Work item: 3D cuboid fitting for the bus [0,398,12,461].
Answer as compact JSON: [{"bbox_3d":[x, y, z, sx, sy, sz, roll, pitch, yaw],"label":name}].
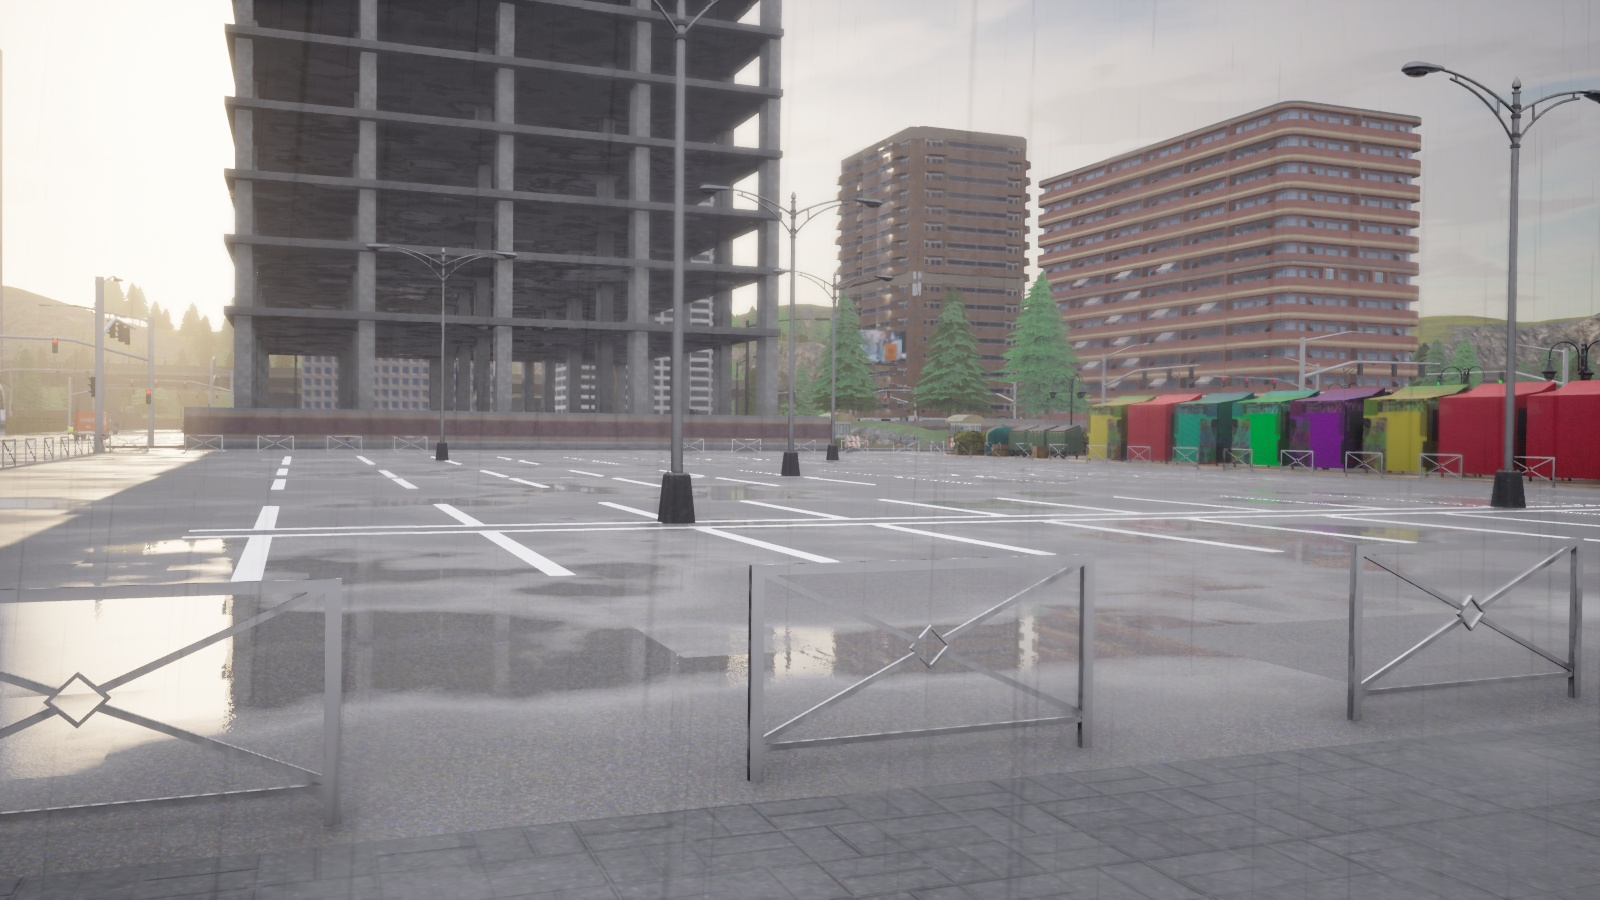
[{"bbox_3d":[-54.746,-1.319,81.829,3.944,4.253,10.273,-1,2,-22],"label":"bus"}]
